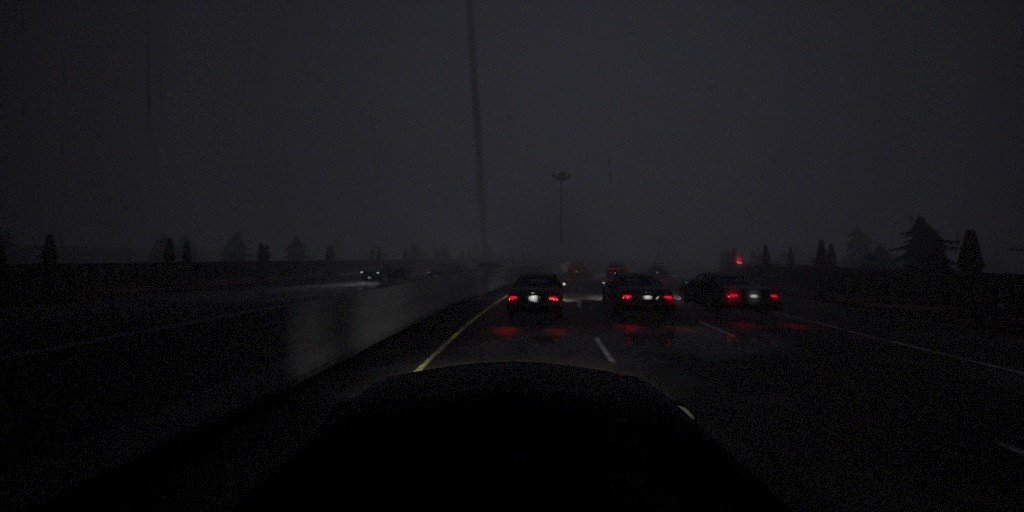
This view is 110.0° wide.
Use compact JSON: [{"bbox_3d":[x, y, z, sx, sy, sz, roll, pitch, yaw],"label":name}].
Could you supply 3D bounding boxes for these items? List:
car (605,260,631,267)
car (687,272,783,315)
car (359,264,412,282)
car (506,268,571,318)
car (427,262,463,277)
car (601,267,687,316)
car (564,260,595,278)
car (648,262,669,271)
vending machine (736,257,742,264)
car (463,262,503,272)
[{"bbox_3d":[10.130,1.319,34.200,1.837,1.490,4.892,0,0,21],"label":"car"},{"bbox_3d":[8.134,1.341,13.961,2.033,1.411,5.357,0,0,9],"label":"car"},{"bbox_3d":[-10.188,1.321,29.151,1.895,1.301,4.718,0,0,15],"label":"car"},{"bbox_3d":[0.960,1.308,13.090,2.033,1.411,5.357,0,0,8],"label":"car"},{"bbox_3d":[-5.597,1.290,32.445,2.033,1.411,5.357,0,0,17],"label":"car"},{"bbox_3d":[4.538,1.325,13.519,2.033,1.411,5.357,0,0,8],"label":"car"},{"bbox_3d":[6.837,1.278,35.370,1.882,1.535,5.008,0,0,21],"label":"car"},{"bbox_3d":[14.542,1.360,35.755,1.812,1.442,4.674,0,0,23],"label":"car"},{"bbox_3d":[27.004,1.089,42.904,1.100,2.100,0.880,0,0,32],"label":"vending machine"},{"bbox_3d":[-2.174,1.262,31.488,1.837,1.490,4.892,0,0,18],"label":"car"}]
